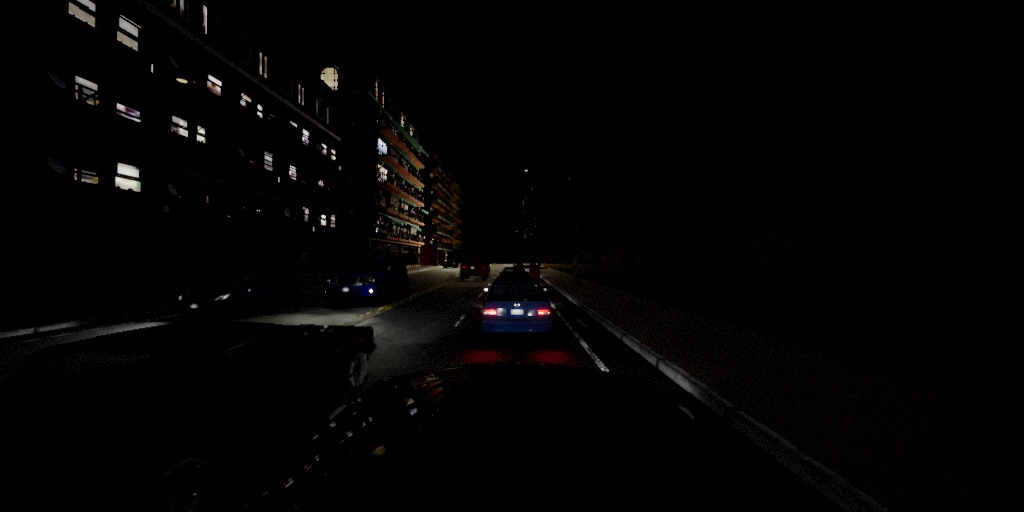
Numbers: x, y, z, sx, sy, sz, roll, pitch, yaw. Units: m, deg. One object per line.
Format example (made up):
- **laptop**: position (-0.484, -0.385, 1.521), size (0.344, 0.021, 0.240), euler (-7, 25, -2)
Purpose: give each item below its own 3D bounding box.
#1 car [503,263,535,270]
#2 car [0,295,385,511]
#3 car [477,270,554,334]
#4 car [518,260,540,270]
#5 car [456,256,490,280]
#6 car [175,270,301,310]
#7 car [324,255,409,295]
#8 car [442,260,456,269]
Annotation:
- **car**: position (0.113, 1.320, 20.867), size (1.994, 1.385, 4.181), euler (0, 0, 1)
- **car**: position (-3.151, 1.351, 3.776), size (1.895, 1.301, 4.718), euler (0, 0, 0)
- **car**: position (0.110, 1.301, 10.534), size (2.033, 1.411, 5.357), euler (0, 0, 0)
- **car**: position (1.167, 1.110, 29.802), size (2.097, 1.767, 4.553), euler (0, 0, 0)
- **car**: position (-3.120, 0.984, 30.951), size (2.150, 2.045, 5.566), euler (0, 0, 0)
- **car**: position (-9.826, 1.280, 13.406), size (1.812, 1.442, 4.674), euler (0, 0, 0)
- **car**: position (-6.587, 0.977, 16.965), size (2.150, 2.045, 5.566), euler (0, 0, 0)
- **car**: position (-9.780, 1.326, 56.653), size (1.994, 1.385, 4.181), euler (0, 0, 0)
